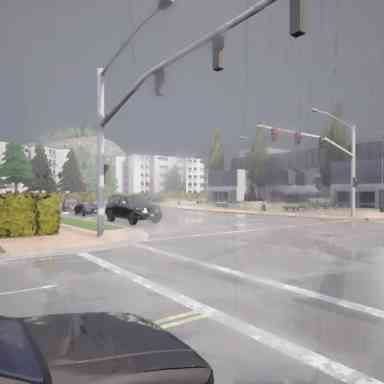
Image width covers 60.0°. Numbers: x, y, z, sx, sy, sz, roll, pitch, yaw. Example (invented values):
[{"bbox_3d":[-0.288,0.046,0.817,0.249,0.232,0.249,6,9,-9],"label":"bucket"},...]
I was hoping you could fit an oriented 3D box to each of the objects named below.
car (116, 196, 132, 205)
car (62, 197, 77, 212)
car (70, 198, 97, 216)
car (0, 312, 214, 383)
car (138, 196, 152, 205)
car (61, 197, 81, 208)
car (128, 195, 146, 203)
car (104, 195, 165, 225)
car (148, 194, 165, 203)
[{"bbox_3d":[-12.025,1.491,58.870,2.128,1.511,4.902,0,0,-4],"label":"car"},{"bbox_3d":[-14.441,1.526,39.688,1.812,1.442,4.674,0,0,-24],"label":"car"},{"bbox_3d":[-9.967,1.564,32.116,1.994,1.385,4.181,0,0,-34],"label":"car"},{"bbox_3d":[-2.343,1.547,2.094,5.357,1.411,2.033,0,0,-35],"label":"car"},{"bbox_3d":[-8.595,1.505,61.184,1.837,1.490,4.892,0,0,-1],"label":"car"},{"bbox_3d":[-17.858,1.492,49.302,2.128,1.511,4.902,0,0,-13],"label":"car"},{"bbox_3d":[-11.341,1.477,68.902,1.882,1.535,5.008,0,0,14],"label":"car"},{"bbox_3d":[-4.428,1.221,24.513,2.150,2.045,5.566,0,0,-40],"label":"car"},{"bbox_3d":[-7.498,1.354,70.950,2.097,1.767,4.553,0,0,17],"label":"car"}]
